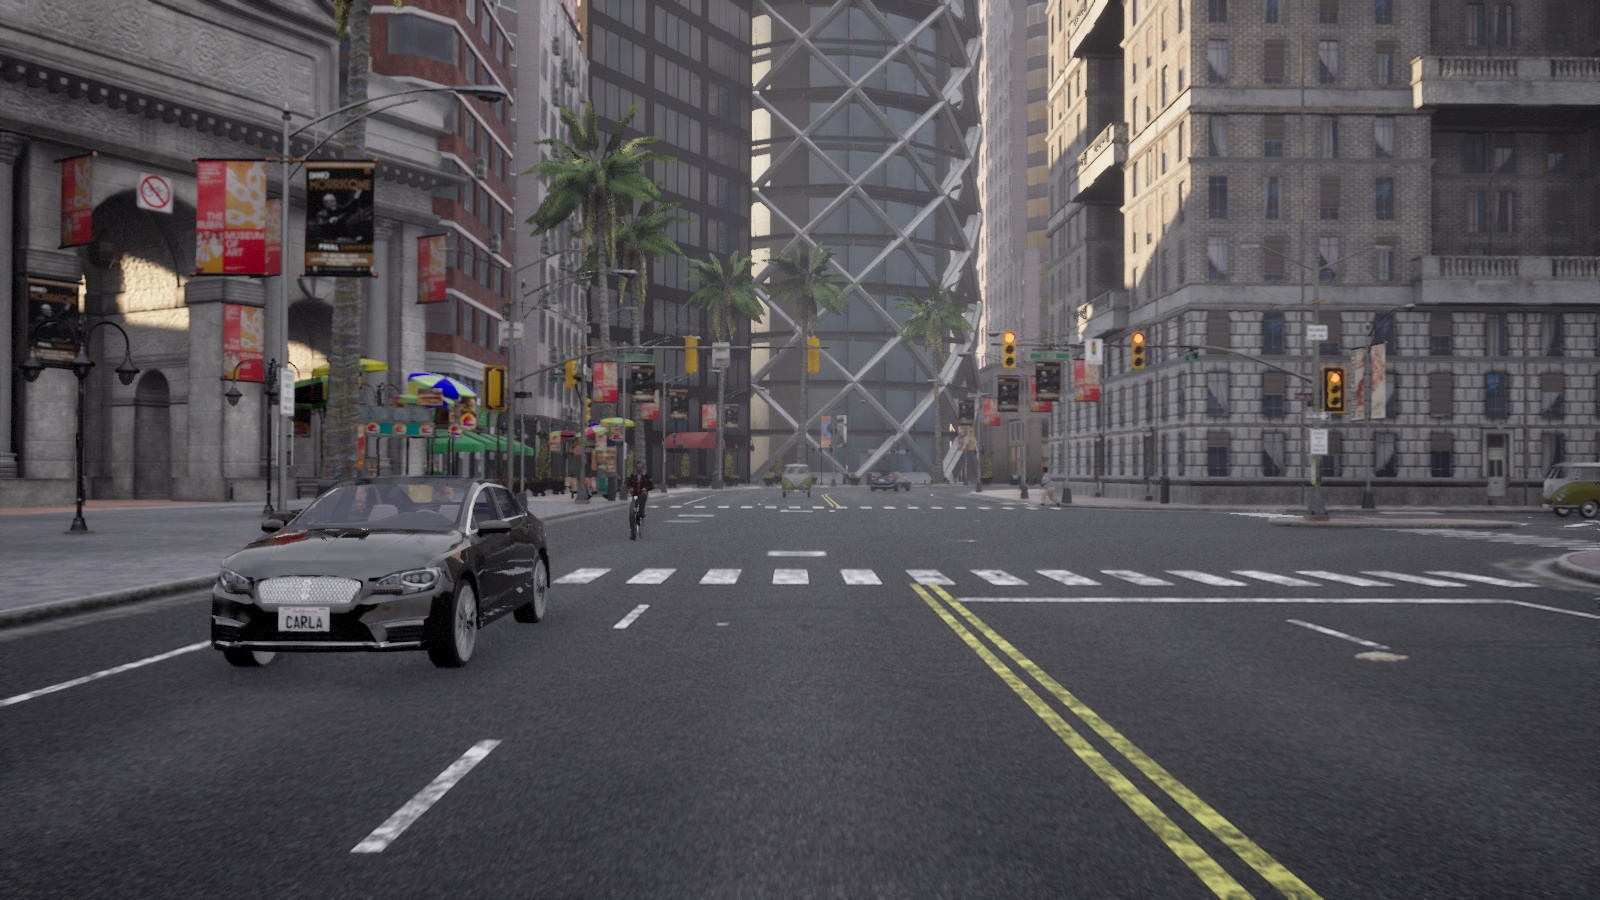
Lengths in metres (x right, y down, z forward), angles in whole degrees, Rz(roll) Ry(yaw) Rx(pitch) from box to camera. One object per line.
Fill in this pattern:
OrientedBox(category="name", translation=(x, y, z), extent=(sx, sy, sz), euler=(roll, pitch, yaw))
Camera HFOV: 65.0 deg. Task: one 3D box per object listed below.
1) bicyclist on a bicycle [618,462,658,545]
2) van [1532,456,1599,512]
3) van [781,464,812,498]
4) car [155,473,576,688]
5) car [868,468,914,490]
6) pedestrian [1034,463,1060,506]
OrientedBox(category="bicyclist on a bicycle", translation=(-3.569, 1.164, 27.765), extent=(0.659, 1.776, 1.843), euler=(0, -1, 0))
OrientedBox(category="van", translation=(29.086, 1.207, 45.154), extent=(4.442, 1.987, 1.775), euler=(0, -1, -1))
OrientedBox(category="van", translation=(-0.181, 1.818, 74.686), extent=(1.775, 1.987, 4.442), euler=(0, -1, 0))
OrientedBox(category="car", translation=(-3.528, 0.976, 11.389), extent=(2.128, 1.511, 4.902), euler=(0, -1, 0))
OrientedBox(category="car", translation=(7.144, 2.267, 97.766), extent=(2.242, 1.667, 4.611), euler=(-1, -1, 22))
OrientedBox(category="pedestrian", translation=(10.805, 1.498, 54.959), extent=(0.900, 1.855, 0.874), euler=(0, -1, -5))
